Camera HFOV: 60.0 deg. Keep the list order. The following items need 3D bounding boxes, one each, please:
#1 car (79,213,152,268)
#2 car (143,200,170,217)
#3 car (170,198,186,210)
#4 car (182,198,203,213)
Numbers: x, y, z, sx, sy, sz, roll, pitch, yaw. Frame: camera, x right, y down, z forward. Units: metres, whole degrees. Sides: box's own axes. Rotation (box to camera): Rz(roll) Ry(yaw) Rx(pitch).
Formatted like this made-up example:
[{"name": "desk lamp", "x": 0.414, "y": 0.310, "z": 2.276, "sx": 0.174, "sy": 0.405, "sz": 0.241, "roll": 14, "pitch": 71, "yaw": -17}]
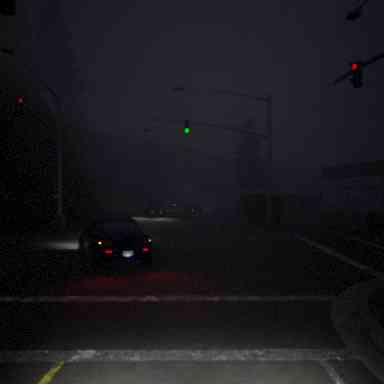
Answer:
[{"name": "car", "x": -2.699, "y": 1.554, "z": 11.418, "sx": 1.812, "sy": 1.442, "sz": 4.674, "roll": 1, "pitch": 0, "yaw": -23}, {"name": "car", "x": -3.549, "y": 1.584, "z": 32.353, "sx": 1.837, "sy": 1.490, "sz": 4.892, "roll": 0, "pitch": 0, "yaw": 1}, {"name": "car", "x": -1.351, "y": 1.617, "z": 46.390, "sx": 1.837, "sy": 1.490, "sz": 4.892, "roll": -2, "pitch": -1, "yaw": 40}, {"name": "car", "x": 0.276, "y": 1.695, "z": 38.468, "sx": 1.895, "sy": 1.301, "sz": 4.718, "roll": 0, "pitch": 0, "yaw": 4}]
